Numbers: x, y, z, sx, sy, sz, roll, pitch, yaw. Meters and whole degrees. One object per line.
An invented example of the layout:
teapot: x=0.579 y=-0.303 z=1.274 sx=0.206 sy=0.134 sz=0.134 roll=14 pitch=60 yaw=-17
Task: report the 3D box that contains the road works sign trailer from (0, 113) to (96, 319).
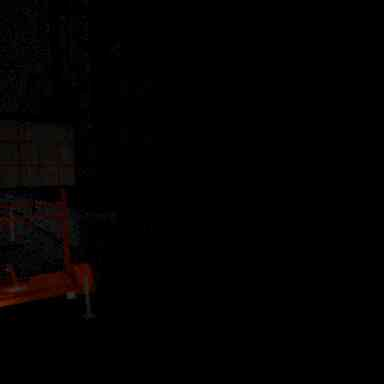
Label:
road works sign trailer: x=-3.371 y=0.367 z=6.196 sx=2.380 sy=3.560 sz=2.880 roll=-3 pitch=2 yaw=-32
